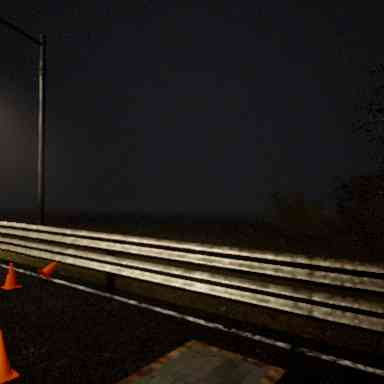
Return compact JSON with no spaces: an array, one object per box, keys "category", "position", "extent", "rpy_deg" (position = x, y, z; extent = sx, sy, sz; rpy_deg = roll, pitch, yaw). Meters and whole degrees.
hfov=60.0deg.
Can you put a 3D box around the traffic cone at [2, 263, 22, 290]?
[{"category":"traffic cone","position":[-4.377,2.022,8.094],"extent":[0.340,0.580,0.340],"rpy_deg":[0,-1,37]}]

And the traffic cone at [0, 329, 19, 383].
[{"category":"traffic cone","position":[-2.371,1.990,4.097],"extent":[0.340,0.580,0.340],"rpy_deg":[0,-1,37]}]
